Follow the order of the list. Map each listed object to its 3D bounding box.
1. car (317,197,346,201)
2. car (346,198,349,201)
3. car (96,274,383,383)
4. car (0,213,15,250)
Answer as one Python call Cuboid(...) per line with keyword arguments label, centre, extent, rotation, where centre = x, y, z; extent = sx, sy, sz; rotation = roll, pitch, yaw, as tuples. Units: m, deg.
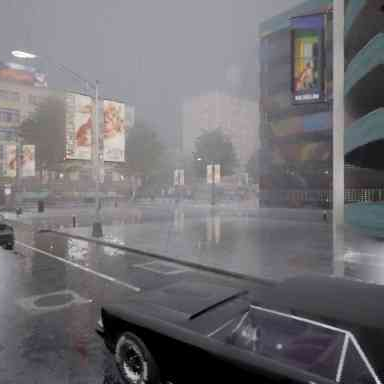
Cuboid(label="car", centre=(17.393, 1.320, 42.573), extent=(4.674, 1.452, 2.002), rotation=(0, 0, -42))
Cuboid(label="car", centre=(23.629, 1.413, 53.837), extent=(4.786, 1.482, 2.161), rotation=(0, 0, -42))
Cuboid(label="car", centre=(1.075, 1.601, 3.486), extent=(4.718, 1.301, 1.895), rotation=(0, 0, 39))
Cuboid(label="car", centre=(-8.651, 1.506, 13.390), extent=(1.837, 1.490, 4.892), rotation=(0, 0, -43))
